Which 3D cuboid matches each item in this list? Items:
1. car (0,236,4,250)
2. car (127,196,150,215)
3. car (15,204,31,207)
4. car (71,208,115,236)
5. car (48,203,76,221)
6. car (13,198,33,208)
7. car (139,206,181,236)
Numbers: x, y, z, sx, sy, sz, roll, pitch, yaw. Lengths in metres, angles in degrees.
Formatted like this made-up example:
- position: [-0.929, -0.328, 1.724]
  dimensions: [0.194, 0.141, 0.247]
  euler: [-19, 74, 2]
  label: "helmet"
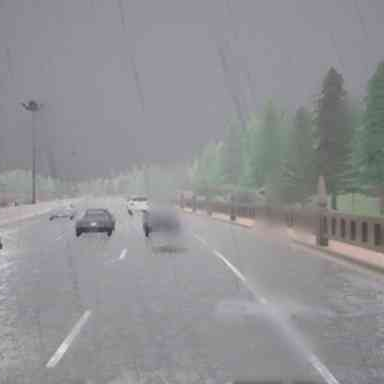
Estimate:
- position: [-7.515, 1.626, 9.614]
  dimensions: [2.033, 1.411, 5.357]
  euler: [0, 0, -6]
  label: "car"
- position: [-6.039, 1.423, 37.184]
  dimensions: [2.150, 2.045, 5.566]
  euler: [0, 0, -14]
  label: "car"
- position: [-23.019, 1.867, 46.702]
  dimensions: [2.033, 1.411, 5.357]
  euler: [0, 0, -14]
  label: "car"
- position: [-5.561, 1.680, 19.497]
  dimensions: [1.994, 1.385, 4.181]
  euler: [0, 0, -11]
  label: "car"
- position: [-11.459, 1.716, 29.827]
  dimensions: [1.812, 1.442, 4.674]
  euler: [0, 0, -14]
  label: "car"
- position: [-29.392, 1.877, 57.945]
  dimensions: [1.882, 1.535, 5.008]
  euler: [0, 0, -14]
  label: "car"
- position: [-1.876, 1.700, 19.159]
  dimensions: [1.895, 1.301, 4.718]
  euler: [0, 0, -10]
  label: "car"
